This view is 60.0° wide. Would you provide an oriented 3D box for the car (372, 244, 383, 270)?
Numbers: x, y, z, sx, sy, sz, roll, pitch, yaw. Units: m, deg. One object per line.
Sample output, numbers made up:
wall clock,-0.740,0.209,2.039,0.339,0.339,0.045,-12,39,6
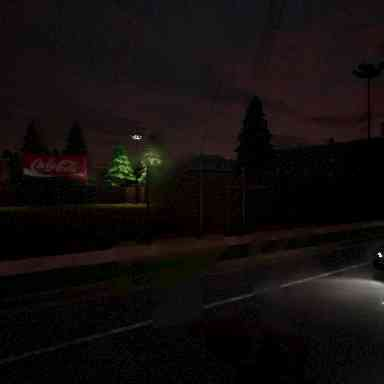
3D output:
car,7.348,1.546,9.590,5.357,1.411,2.033,0,0,-36
